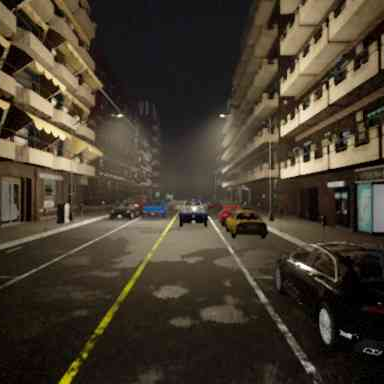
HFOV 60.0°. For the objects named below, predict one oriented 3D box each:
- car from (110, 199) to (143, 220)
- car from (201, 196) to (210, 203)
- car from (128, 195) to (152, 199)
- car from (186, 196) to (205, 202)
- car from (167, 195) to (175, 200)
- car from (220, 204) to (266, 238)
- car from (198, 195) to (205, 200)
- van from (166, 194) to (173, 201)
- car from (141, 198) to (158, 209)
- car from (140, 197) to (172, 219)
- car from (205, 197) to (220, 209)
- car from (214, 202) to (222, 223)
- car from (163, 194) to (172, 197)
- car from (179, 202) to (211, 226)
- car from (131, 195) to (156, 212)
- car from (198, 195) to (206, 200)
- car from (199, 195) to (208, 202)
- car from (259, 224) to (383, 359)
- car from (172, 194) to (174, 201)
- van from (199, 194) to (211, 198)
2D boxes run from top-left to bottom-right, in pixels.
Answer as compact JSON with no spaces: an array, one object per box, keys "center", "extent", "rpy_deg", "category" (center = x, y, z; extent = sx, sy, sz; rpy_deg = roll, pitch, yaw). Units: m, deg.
[{"center":[-5.672,1.553,28.300],"extent":[1.947,1.339,4.313],"rpy_deg":[1,0,0],"category":"car"},{"center":[2.726,1.495,67.426],"extent":[1.752,1.417,4.829],"rpy_deg":[1,0,0],"category":"car"},{"center":[-5.667,1.299,33.870],"extent":[2.192,1.841,5.009],"rpy_deg":[1,0,0],"category":"car"},{"center":[0.078,1.530,37.250],"extent":[2.033,1.411,5.357],"rpy_deg":[0,0,0],"category":"car"},{"center":[-5.656,1.512,89.581],"extent":[2.008,1.369,4.403],"rpy_deg":[1,0,0],"category":"car"},{"center":[2.706,1.517,17.285],"extent":[1.752,1.417,4.829],"rpy_deg":[1,0,0],"category":"car"},{"center":[2.692,1.540,95.112],"extent":[1.802,1.307,4.206],"rpy_deg":[1,0,0],"category":"car"},{"center":[-5.655,1.304,84.011],"extent":[1.690,1.788,3.998],"rpy_deg":[1,0,0],"category":"van"},{"center":[-5.668,1.561,45.013],"extent":[1.802,1.307,4.206],"rpy_deg":[1,0,0],"category":"car"},{"center":[-3.091,1.464,28.783],"extent":[1.882,1.535,5.008],"rpy_deg":[0,0,0],"category":"car"},{"center":[2.710,1.564,39.400],"extent":[1.802,1.307,4.206],"rpy_deg":[1,0,0],"category":"car"},{"center":[2.706,1.571,22.687],"extent":[1.802,1.307,4.206],"rpy_deg":[1,0,0],"category":"car"},{"center":[-5.662,1.495,67.127],"extent":[1.752,1.417,4.829],"rpy_deg":[1,0,0],"category":"car"},{"center":[0.097,1.590,22.959],"extent":[1.895,1.301,4.718],"rpy_deg":[0,0,0],"category":"car"},{"center":[-5.666,1.297,39.442],"extent":[2.192,1.841,5.009],"rpy_deg":[1,0,0],"category":"car"},{"center":[2.691,1.527,89.540],"extent":[1.947,1.339,4.313],"rpy_deg":[1,0,0],"category":"car"},{"center":[2.700,1.510,78.398],"extent":[1.887,1.381,4.507],"rpy_deg":[1,0,0],"category":"car"},{"center":[2.702,1.548,5.973],"extent":[2.008,1.369,4.403],"rpy_deg":[1,0,0],"category":"car"},{"center":[-5.661,1.533,72.869],"extent":[1.947,1.339,4.313],"rpy_deg":[1,0,0],"category":"car"},{"center":[2.723,1.313,61.684],"extent":[1.690,1.788,3.998],"rpy_deg":[1,0,0],"category":"van"}]
